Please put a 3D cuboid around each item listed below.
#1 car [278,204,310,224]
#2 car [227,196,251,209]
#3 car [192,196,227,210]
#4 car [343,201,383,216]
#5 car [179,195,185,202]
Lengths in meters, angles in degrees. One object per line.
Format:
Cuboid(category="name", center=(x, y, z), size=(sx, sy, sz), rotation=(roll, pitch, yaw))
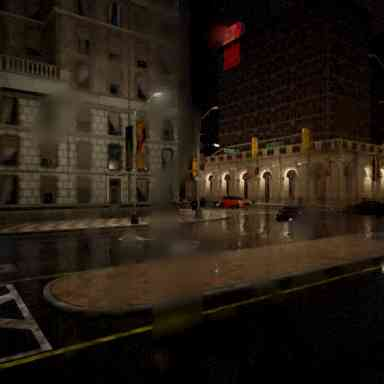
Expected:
Cuboid(category="car", center=(7.751, 1.596, 25.095), size=(1.895, 1.301, 4.718), rotation=(0, 0, 24))
Cuboid(category="car", center=(5.753, 1.346, 44.694), size=(2.097, 1.767, 4.553), rotation=(0, 0, -36))
Cuboid(category="car", center=(1.872, 1.486, 44.105), size=(2.128, 1.511, 4.902), rotation=(0, 0, -36))
Cuboid(category="car", center=(16.649, 1.541, 30.110), size=(2.033, 1.411, 5.357), rotation=(0, 0, -43))
Cuboid(category="car", center=(-3.987, 1.505, 70.862), size=(2.128, 1.511, 4.902), rotation=(0, 0, -35))
